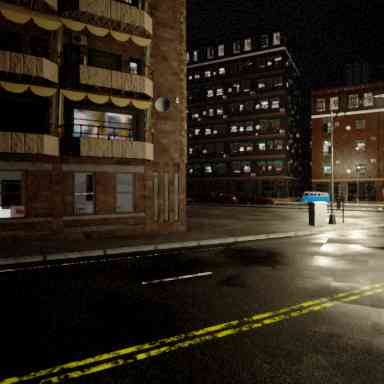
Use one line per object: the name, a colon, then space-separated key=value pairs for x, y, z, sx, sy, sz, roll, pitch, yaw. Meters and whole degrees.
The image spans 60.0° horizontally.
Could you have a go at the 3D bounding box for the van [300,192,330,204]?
van: x=17.580 y=0.885 z=47.512 sx=3.998 sy=1.788 sz=1.690 roll=1 pitch=0 yaw=27

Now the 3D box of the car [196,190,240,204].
car: x=3.650 y=0.757 z=45.197 sx=5.009 sy=1.841 sz=2.192 roll=1 pitch=0 yaw=27

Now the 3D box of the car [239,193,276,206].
car: x=8.665 y=1.108 z=42.642 sx=4.206 sy=1.307 sz=1.802 roll=1 pitch=0 yaw=27

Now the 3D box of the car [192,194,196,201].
car: x=2.521 y=0.607 z=55.172 sx=5.009 sy=1.841 sz=2.192 roll=1 pitch=0 yaw=27

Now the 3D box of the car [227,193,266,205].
car: x=7.552 y=0.958 z=46.100 sx=4.902 sy=1.511 sz=2.128 roll=1 pitch=1 yaw=27
